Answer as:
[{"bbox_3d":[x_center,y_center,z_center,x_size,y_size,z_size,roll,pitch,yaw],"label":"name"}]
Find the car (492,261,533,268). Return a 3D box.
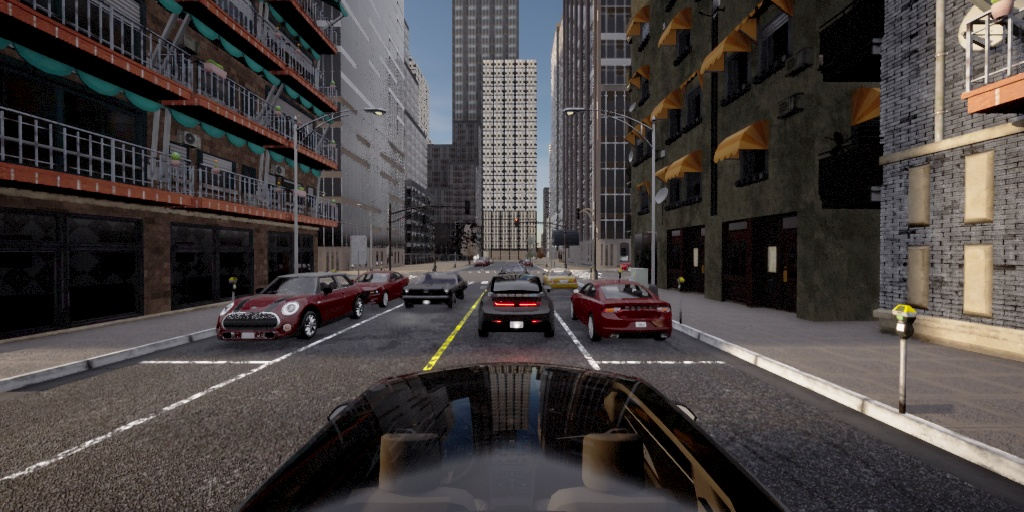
[{"bbox_3d":[0.113,1.239,20.386,2.128,1.511,4.902,0,0,0],"label":"car"}]

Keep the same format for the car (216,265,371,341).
[{"bbox_3d":[-5.686,1.188,9.722,1.967,1.591,4.097,0,0,0],"label":"car"}]

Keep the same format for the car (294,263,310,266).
[{"bbox_3d":[-23.806,1.494,39.590,4.097,1.591,1.967,0,0,0],"label":"car"}]

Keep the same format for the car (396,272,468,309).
[{"bbox_3d":[-3.056,1.349,15.032,1.895,1.301,4.718,0,0,0],"label":"car"}]

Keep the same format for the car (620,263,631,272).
[{"bbox_3d":[14.291,1.005,39.882,4.507,1.381,1.888,0,0,0],"label":"car"}]

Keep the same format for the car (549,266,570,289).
[{"bbox_3d":[2.704,1.273,20.919,1.751,1.417,4.829,0,0,0],"label":"car"}]

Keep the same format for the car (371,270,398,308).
[{"bbox_3d":[-5.682,1.293,15.246,1.888,1.381,4.507,0,0,0],"label":"car"}]

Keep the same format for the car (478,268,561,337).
[{"bbox_3d":[0.106,1.253,10.253,1.837,1.490,4.892,0,0,0],"label":"car"}]

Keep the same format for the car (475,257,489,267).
[{"bbox_3d":[-5.644,1.291,64.282,1.888,1.381,4.507,0,0,0],"label":"car"}]

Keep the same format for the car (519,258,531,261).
[{"bbox_3d":[2.736,1.186,64.275,1.967,1.591,4.097,0,0,0],"label":"car"}]

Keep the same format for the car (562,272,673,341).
[{"bbox_3d":[2.696,1.294,9.702,1.888,1.381,4.507,0,0,0],"label":"car"}]
